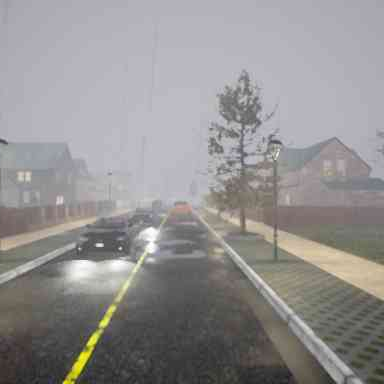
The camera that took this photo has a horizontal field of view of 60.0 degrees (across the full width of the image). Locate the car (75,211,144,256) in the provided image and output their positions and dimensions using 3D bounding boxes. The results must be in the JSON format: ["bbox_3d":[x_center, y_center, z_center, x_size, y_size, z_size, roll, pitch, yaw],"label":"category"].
[{"bbox_3d":[-3.324,1.713,13.710,1.994,1.385,4.181,0,-1,-2],"label":"car"}]

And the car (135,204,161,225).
[{"bbox_3d":[-3.796,1.894,26.684,1.895,1.301,4.718,0,-1,-2],"label":"car"}]

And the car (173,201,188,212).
[{"bbox_3d":[-1.705,2.046,48.697,2.128,1.511,4.902,0,-1,-2],"label":"car"}]

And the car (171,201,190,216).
[{"bbox_3d":[-1.324,1.782,38.640,2.097,1.767,4.553,0,-1,-2],"label":"car"}]

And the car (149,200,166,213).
[{"bbox_3d":[-4.455,1.843,43.461,2.097,1.767,4.553,0,-1,-2],"label":"car"}]
